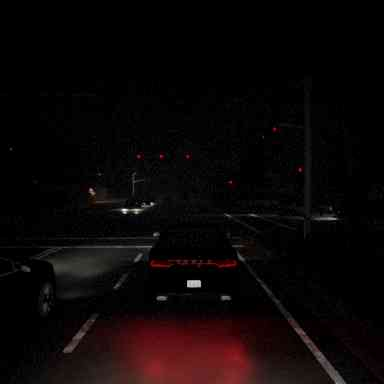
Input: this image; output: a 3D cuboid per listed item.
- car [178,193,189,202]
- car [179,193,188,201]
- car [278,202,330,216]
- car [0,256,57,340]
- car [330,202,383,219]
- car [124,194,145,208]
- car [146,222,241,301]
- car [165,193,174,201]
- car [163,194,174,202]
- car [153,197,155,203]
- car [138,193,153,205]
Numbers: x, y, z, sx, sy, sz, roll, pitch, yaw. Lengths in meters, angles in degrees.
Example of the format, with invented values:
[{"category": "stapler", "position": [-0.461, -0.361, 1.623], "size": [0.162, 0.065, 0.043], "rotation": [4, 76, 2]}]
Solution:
[{"category": "car", "position": [-1.901, 1.225, 74.242], "size": [2.150, 2.045, 5.566], "rotation": [0, 0, -1]}, {"category": "car", "position": [-2.183, 1.225, 84.975], "size": [2.150, 2.045, 5.566], "rotation": [0, 0, -1]}, {"category": "car", "position": [10.865, 1.601, 32.348], "size": [4.718, 1.301, 1.895], "rotation": [0, 0, -2]}, {"category": "car", "position": [-3.468, 1.492, 4.386], "size": [2.128, 1.511, 4.902], "rotation": [0, 0, 0]}, {"category": "car", "position": [14.761, 1.564, 28.959], "size": [4.181, 1.385, 1.994], "rotation": [0, 0, -2]}, {"category": "car", "position": [-8.307, 1.477, 47.115], "size": [1.882, 1.535, 5.008], "rotation": [0, 0, -1]}, {"category": "car", "position": [0.001, 1.478, 8.378], "size": [1.882, 1.535, 5.008], "rotation": [0, 0, -1]}, {"category": "car", "position": [-5.689, 1.269, 85.147], "size": [2.097, 1.767, 4.553], "rotation": [0, 0, -1]}, {"category": "car", "position": [-5.416, 1.533, 74.542], "size": [2.033, 1.411, 5.357], "rotation": [0, 0, -1]}, {"category": "car", "position": [-8.777, 1.559, 69.084], "size": [1.994, 1.385, 4.181], "rotation": [0, 0, -1]}, {"category": "car", "position": [-8.552, 1.219, 57.394], "size": [2.150, 2.045, 5.566], "rotation": [0, 0, -1]}]
